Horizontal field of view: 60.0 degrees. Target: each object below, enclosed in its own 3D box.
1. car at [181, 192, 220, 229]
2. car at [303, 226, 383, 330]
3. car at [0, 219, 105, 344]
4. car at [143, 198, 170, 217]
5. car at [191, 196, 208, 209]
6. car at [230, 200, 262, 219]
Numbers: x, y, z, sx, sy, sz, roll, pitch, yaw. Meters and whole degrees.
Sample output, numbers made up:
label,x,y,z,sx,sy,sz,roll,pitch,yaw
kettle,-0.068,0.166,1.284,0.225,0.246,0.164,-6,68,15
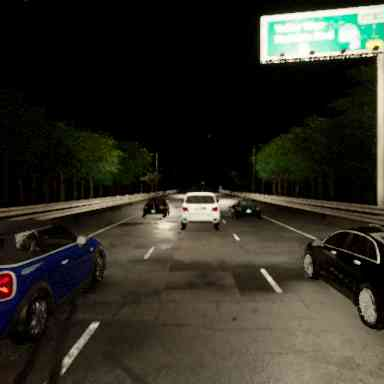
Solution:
label,x,y,z,sx,sy,sz,roll,pitch,yaw
car,0.495,1.033,20.226,2.150,2.045,5.566,0,1,1
car,3.758,1.442,6.730,1.837,1.490,4.892,0,0,1
car,-3.247,1.302,6.495,2.097,1.767,4.553,0,0,1
car,-2.881,1.257,27.333,1.812,1.442,4.674,0,1,1
car,0.830,1.169,39.232,1.895,1.301,4.718,0,1,1
car,4.091,1.304,25.705,1.994,1.385,4.181,0,1,1
